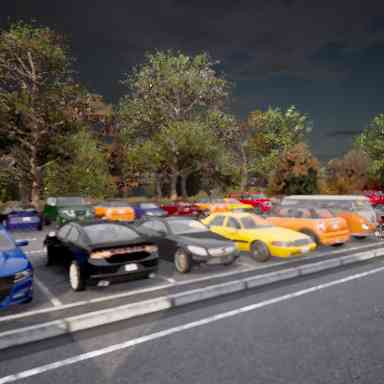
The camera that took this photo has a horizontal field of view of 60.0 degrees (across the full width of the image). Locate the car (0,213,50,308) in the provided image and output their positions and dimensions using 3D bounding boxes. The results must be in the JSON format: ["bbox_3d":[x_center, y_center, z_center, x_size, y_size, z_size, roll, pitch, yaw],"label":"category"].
[{"bbox_3d":[-5.024,1.516,7.681,2.097,1.535,5.008,-1,0,-35],"label":"car"}]

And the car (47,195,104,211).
[{"bbox_3d":[-8.013,1.212,21.535,2.435,2.045,5.566,-1,0,-35],"label":"car"}]

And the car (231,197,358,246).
[{"bbox_3d":[4.097,1.288,14.064,2.185,1.767,4.553,-1,0,-35],"label":"car"}]

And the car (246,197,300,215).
[{"bbox_3d":[7.902,1.274,32.795,2.231,1.521,4.892,-1,0,-35],"label":"car"}]

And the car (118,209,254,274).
[{"bbox_3d":[-0.471,1.506,10.886,2.002,1.452,4.674,-1,0,-35],"label":"car"}]

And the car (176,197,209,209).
[{"bbox_3d":[-1.196,1.384,26.368,2.097,1.535,5.008,-1,0,-35],"label":"car"}]

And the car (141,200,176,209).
[{"bbox_3d":[-3.476,1.451,24.770,2.002,1.452,4.674,-1,0,-35],"label":"car"}]

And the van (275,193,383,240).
[{"bbox_3d":[6.369,1.162,15.560,1.878,1.987,4.442,-1,0,-35],"label":"van"}]

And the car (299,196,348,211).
[{"bbox_3d":[14.752,1.213,37.578,2.163,1.488,4.792,-1,0,-35],"label":"car"}]

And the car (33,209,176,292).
[{"bbox_3d":[-2.743,1.491,9.276,2.097,1.535,5.008,-1,0,-35],"label":"car"}]

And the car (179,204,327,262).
[{"bbox_3d":[1.911,1.437,12.335,1.946,1.575,5.366,-1,0,-35],"label":"car"}]

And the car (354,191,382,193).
[{"bbox_3d":[21.443,0.843,42.365,2.435,2.045,5.566,-1,0,-35],"label":"car"}]

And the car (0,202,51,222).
[{"bbox_3d":[-10.322,1.518,19.977,2.163,1.488,4.792,-1,0,-35],"label":"car"}]

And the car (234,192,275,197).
[{"bbox_3d":[5.645,1.050,31.162,2.435,2.045,5.566,-1,0,-35],"label":"car"}]

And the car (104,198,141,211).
[{"bbox_3d":[-5.735,1.312,23.137,2.185,1.767,4.553,-1,0,-35],"label":"car"}]

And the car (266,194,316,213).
[{"bbox_3d":[10.164,1.118,34.419,2.185,1.767,4.553,-1,0,-35],"label":"car"}]

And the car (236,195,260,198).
[{"bbox_3d":[3.350,1.329,29.584,2.097,1.535,5.008,-1,0,-35],"label":"car"}]

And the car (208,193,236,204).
[{"bbox_3d":[1.094,1.231,27.949,2.185,1.767,4.553,-1,0,-35],"label":"car"}]
